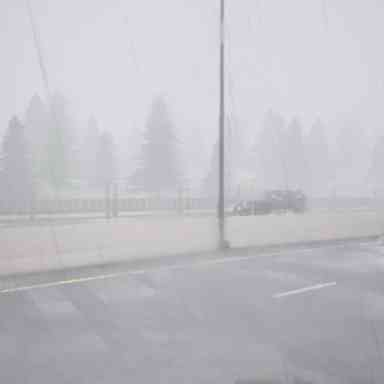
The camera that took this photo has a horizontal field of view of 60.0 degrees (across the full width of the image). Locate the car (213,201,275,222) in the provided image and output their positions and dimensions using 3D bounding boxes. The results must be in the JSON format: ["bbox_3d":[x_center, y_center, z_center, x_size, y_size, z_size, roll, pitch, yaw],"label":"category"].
[{"bbox_3d":[4.112,1.480,26.273,4.674,1.442,1.812,0,0,-25],"label":"car"}]

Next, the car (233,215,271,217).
[{"bbox_3d":[5.591,0.767,23.097,5.566,2.045,2.150,0,0,-25],"label":"car"}]
